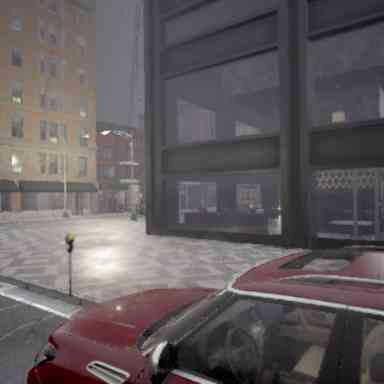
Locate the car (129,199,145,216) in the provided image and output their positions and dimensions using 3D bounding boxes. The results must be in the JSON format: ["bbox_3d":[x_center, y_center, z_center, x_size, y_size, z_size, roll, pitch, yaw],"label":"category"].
[{"bbox_3d":[-4.596,1.661,37.956,2.150,2.045,5.566,-1,-1,36],"label":"car"}]

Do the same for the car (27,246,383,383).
[{"bbox_3d":[1.032,1.317,2.124,5.009,1.841,2.192,0,-1,35],"label":"car"}]
